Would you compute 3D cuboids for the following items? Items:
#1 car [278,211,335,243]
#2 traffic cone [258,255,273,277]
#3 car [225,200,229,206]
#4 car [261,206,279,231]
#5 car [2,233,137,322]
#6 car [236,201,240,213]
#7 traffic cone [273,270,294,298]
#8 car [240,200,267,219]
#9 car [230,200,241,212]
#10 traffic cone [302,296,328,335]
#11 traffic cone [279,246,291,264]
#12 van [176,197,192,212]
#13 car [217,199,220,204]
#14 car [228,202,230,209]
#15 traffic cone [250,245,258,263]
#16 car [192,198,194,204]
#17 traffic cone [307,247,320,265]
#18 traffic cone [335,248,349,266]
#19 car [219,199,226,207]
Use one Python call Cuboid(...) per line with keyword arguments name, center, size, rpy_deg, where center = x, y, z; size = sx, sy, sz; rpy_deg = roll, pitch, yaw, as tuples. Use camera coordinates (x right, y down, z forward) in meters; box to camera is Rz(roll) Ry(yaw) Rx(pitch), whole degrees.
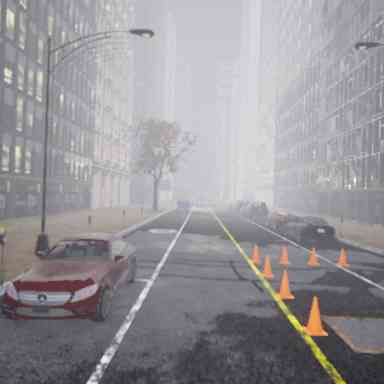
Cuboid(name="car", center=(6.389, 1.971, 18.395), size=(1.947, 1.339, 4.313), rpy_deg=(1, -1, 1))
Cuboid(name="traffic cone", center=(2.201, 2.134, 9.685), size=(0.340, 0.580, 0.340), rpy_deg=(2, -1, 1))
Cuboid(name="car", center=(7.383, 2.413, 58.267), size=(1.887, 1.381, 4.507), rpy_deg=(1, -1, 1))
Cuboid(name="car", center=(6.532, 2.018, 24.091), size=(1.887, 1.381, 4.507), rpy_deg=(1, -1, 1))
Cuboid(name="car", center=(-2.268, 1.596, 7.220), size=(1.802, 1.307, 4.206), rpy_deg=(1, -1, 1))
Cuboid(name="car", center=(6.957, 2.217, 41.179), size=(1.887, 1.381, 4.507), rpy_deg=(1, -1, 1))
Cuboid(name="traffic cone", center=(2.151, 2.110, 7.686), size=(0.340, 0.580, 0.340), rpy_deg=(2, -1, 1))
Cuboid(name="car", center=(6.821, 1.922, 35.486), size=(2.192, 1.841, 5.009), rpy_deg=(1, -1, 1))
Cuboid(name="car", center=(7.105, 2.053, 46.878), size=(2.192, 1.841, 5.009), rpy_deg=(1, -1, 1))
Cuboid(name="traffic cone", center=(2.101, 2.086, 5.687), size=(0.340, 0.580, 0.340), rpy_deg=(2, -1, 1))
Cuboid(name="traffic cone", center=(3.250, 2.189, 11.659), size=(0.340, 0.580, 0.340), rpy_deg=(2, -1, 1))
Cuboid(name="van", center=(-1.270, 1.826, 47.094), size=(1.690, 1.788, 3.998), rpy_deg=(1, -1, 1))
Cuboid(name="car", center=(8.092, 2.745, 86.749), size=(1.947, 1.339, 4.313), rpy_deg=(1, -1, 1))
Cuboid(name="car", center=(7.245, 2.330, 52.741), size=(1.752, 1.417, 4.829), rpy_deg=(1, -1, 1))
Cuboid(name="traffic cone", center=(2.251, 2.159, 11.685), size=(0.340, 0.580, 0.340), rpy_deg=(2, -1, 1))
Cuboid(name="car", center=(-0.991, 2.165, 58.481), size=(2.008, 1.369, 4.403), rpy_deg=(1, -1, 1))
Cuboid(name="traffic cone", center=(4.249, 2.219, 11.634), size=(0.340, 0.580, 0.340), rpy_deg=(2, -1, 1))
Cuboid(name="traffic cone", center=(5.248, 2.249, 11.609), size=(0.340, 0.580, 0.340), rpy_deg=(2, -1, 1))
Cuboid(name="car", center=(7.814, 2.584, 75.527), size=(1.752, 1.417, 4.829), rpy_deg=(1, -1, 1))
